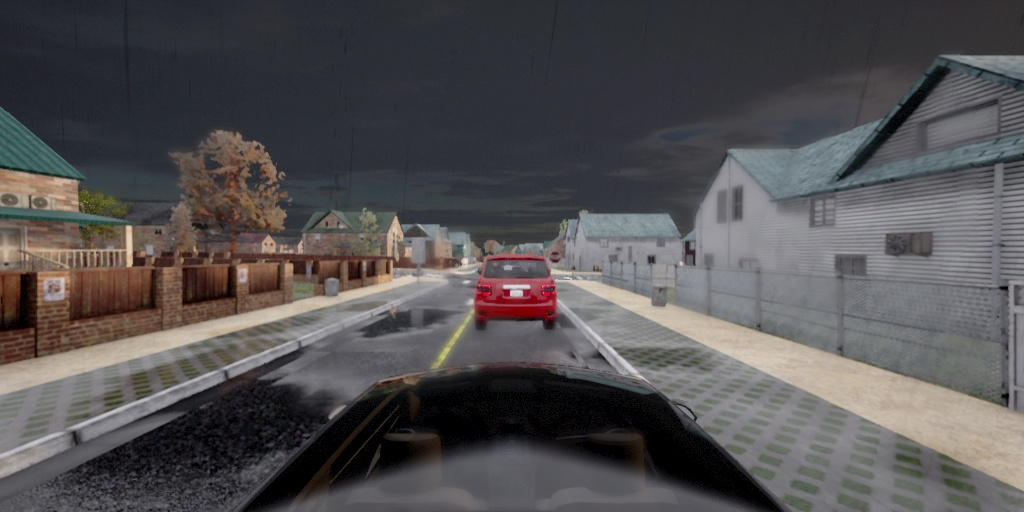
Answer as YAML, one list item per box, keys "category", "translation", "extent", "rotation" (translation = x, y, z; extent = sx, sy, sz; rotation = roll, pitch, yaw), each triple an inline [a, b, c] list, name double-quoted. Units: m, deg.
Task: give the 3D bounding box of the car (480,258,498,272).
- category: "car"
  translation: [-2.919, 1.089, 46.982]
  extent: [2.097, 1.767, 4.553]
  rotation: [0, 0, 0]

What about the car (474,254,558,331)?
- category: "car"
  translation: [0.085, 0.967, 11.149]
  extent: [2.150, 2.045, 5.566]
  rotation: [0, 0, 0]

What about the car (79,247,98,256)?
- category: "car"
  translation: [-44.209, 0.067, 35.434]
  extent: [5.566, 2.045, 2.150]
  rotation: [1, 1, 2]

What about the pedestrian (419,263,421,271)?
- category: "pedestrian"
  translation: [-9.743, 0.606, 37.914]
  extent: [0.375, 1.860, 0.375]
  rotation: [0, 0, 1]
